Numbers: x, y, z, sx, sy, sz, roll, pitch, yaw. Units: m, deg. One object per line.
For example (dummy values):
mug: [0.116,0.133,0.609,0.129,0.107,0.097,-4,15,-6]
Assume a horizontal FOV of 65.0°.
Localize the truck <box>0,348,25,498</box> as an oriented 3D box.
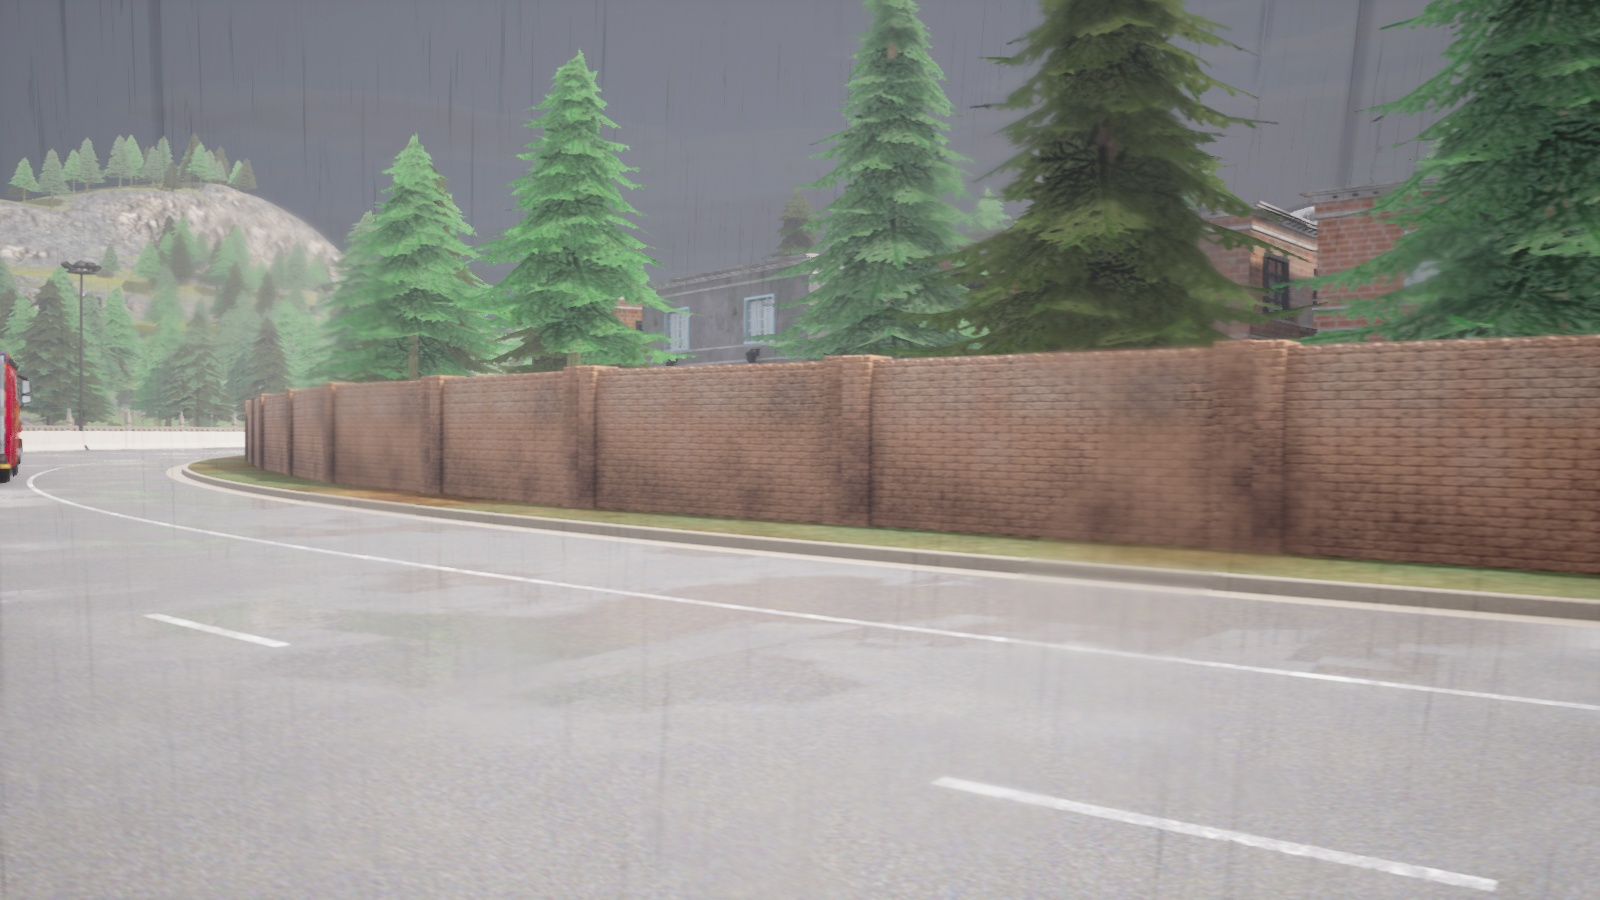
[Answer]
truck: [-23.500,-0.691,35.019,2.891,3.827,8.468,-1,1,-30]
